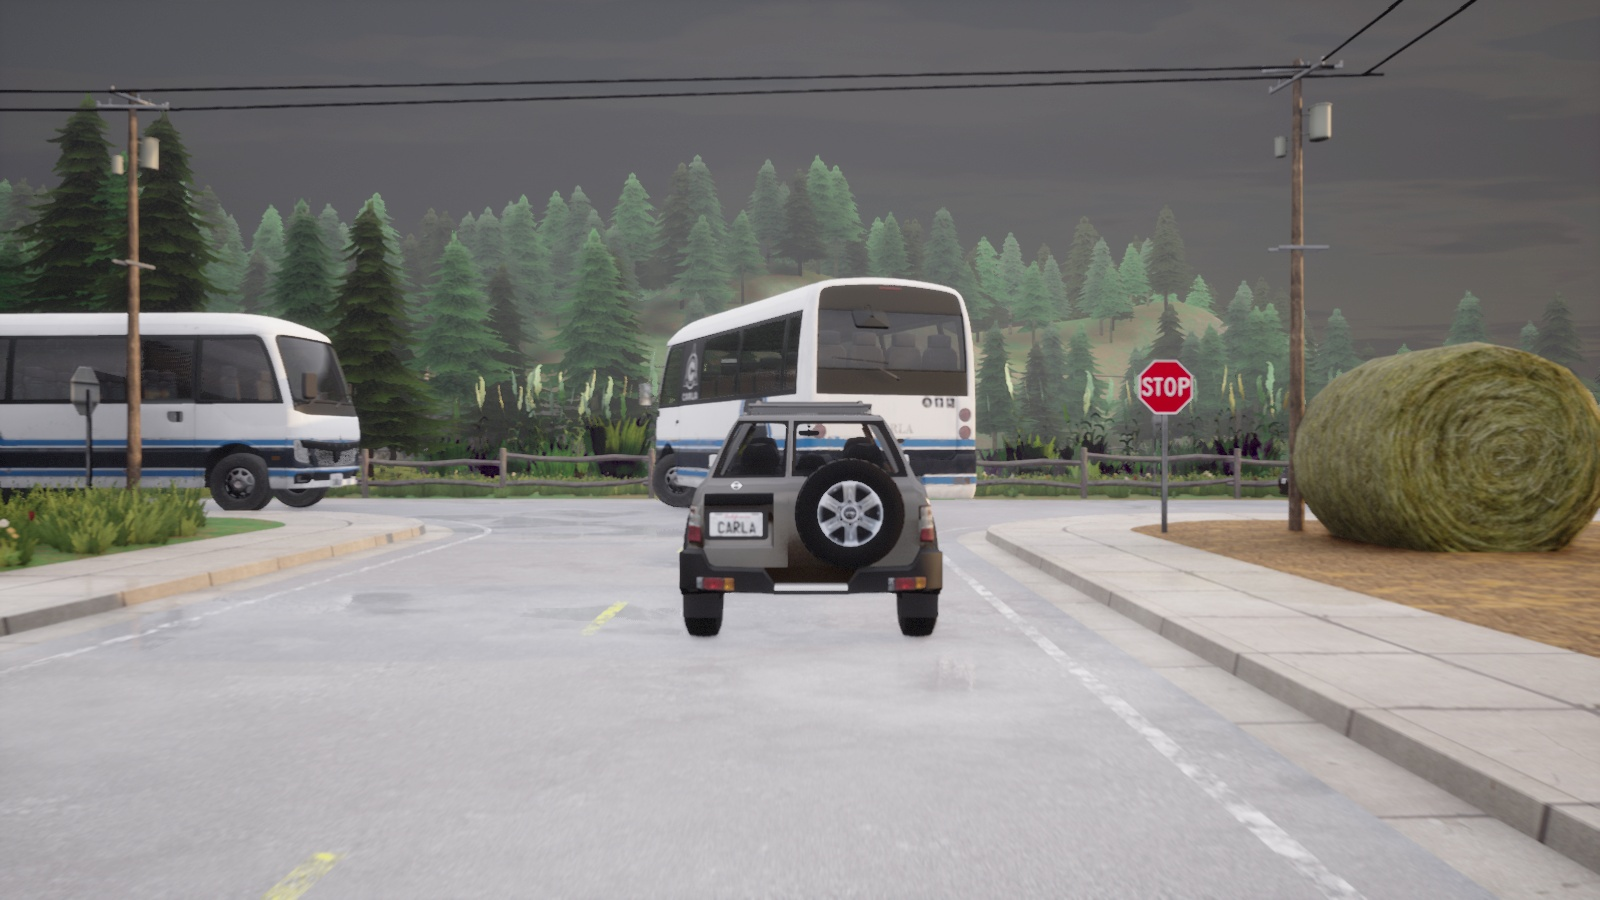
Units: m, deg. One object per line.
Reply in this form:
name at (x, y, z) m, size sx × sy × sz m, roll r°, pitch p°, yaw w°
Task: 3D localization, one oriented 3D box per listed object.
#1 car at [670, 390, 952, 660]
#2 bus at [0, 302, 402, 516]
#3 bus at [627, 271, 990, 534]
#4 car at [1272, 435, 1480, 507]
car at (0.080, 0.502, 10.922) m, size 1.932 × 1.855 × 4.605 m, roll 0°, pitch 0°, yaw 0°
bus at (-14.374, -0.829, 27.155) m, size 10.273 × 4.253 × 3.944 m, roll 0°, pitch 0°, yaw 3°
bus at (-0.406, -0.793, 25.873) m, size 3.944 × 4.253 × 10.273 m, roll 0°, pitch 0°, yaw -21°
car at (13.287, 0.456, 29.161) m, size 3.988 × 1.617 × 1.851 m, roll 0°, pitch 0°, yaw 3°
